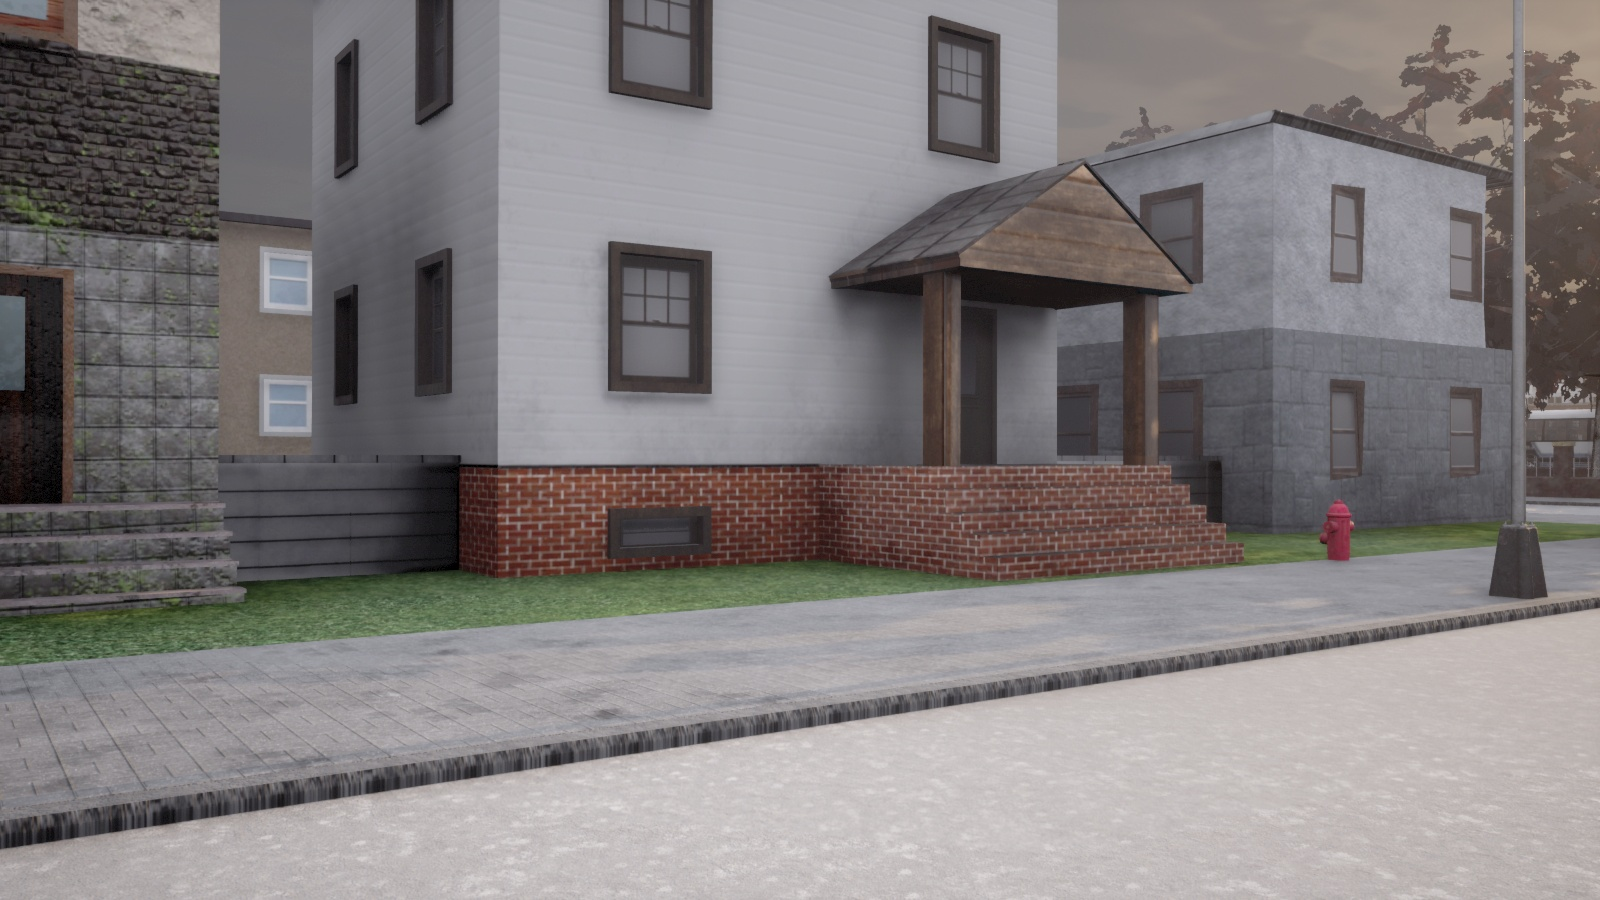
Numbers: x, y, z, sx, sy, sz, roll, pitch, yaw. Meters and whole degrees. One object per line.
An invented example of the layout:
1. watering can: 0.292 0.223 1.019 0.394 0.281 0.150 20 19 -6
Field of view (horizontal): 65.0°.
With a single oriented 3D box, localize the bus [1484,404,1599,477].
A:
1. bus: 47.707 -0.547 76.169 3.944 4.253 10.273 0 0 -34
